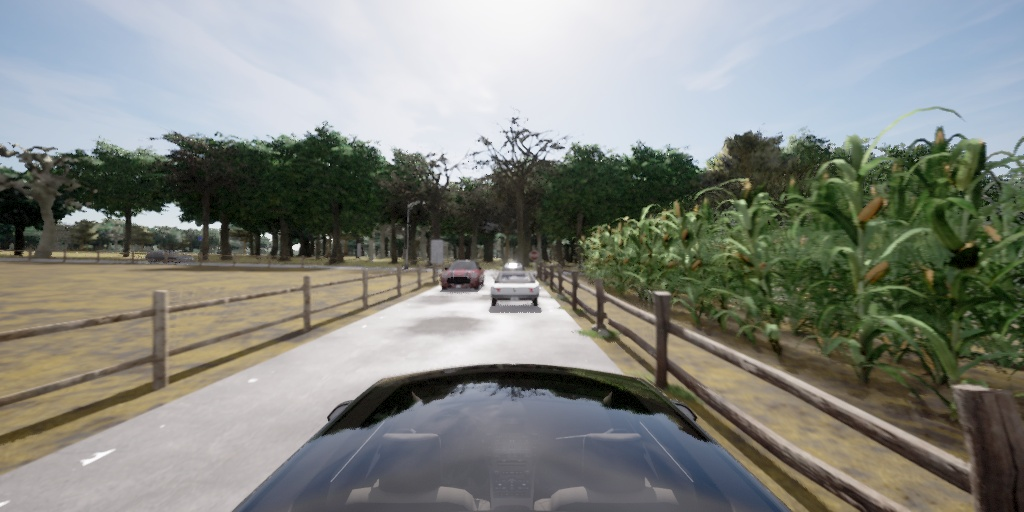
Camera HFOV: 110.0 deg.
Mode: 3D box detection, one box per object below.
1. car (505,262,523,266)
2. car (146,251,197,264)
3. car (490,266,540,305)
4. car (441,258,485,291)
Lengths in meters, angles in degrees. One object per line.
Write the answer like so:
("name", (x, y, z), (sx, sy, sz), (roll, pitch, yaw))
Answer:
("car", (0.137, 1.179, 28.869), (2.033, 1.411, 5.357), (0, 0, 1))
("car", (-39.475, 0.163, 41.617), (4.902, 1.511, 2.128), (1, 0, 0))
("car", (0.107, 1.290, 15.505), (1.895, 1.301, 4.718), (0, 0, 0))
("car", (-2.818, 1.016, 21.224), (2.097, 1.767, 4.553), (0, 0, 0))
